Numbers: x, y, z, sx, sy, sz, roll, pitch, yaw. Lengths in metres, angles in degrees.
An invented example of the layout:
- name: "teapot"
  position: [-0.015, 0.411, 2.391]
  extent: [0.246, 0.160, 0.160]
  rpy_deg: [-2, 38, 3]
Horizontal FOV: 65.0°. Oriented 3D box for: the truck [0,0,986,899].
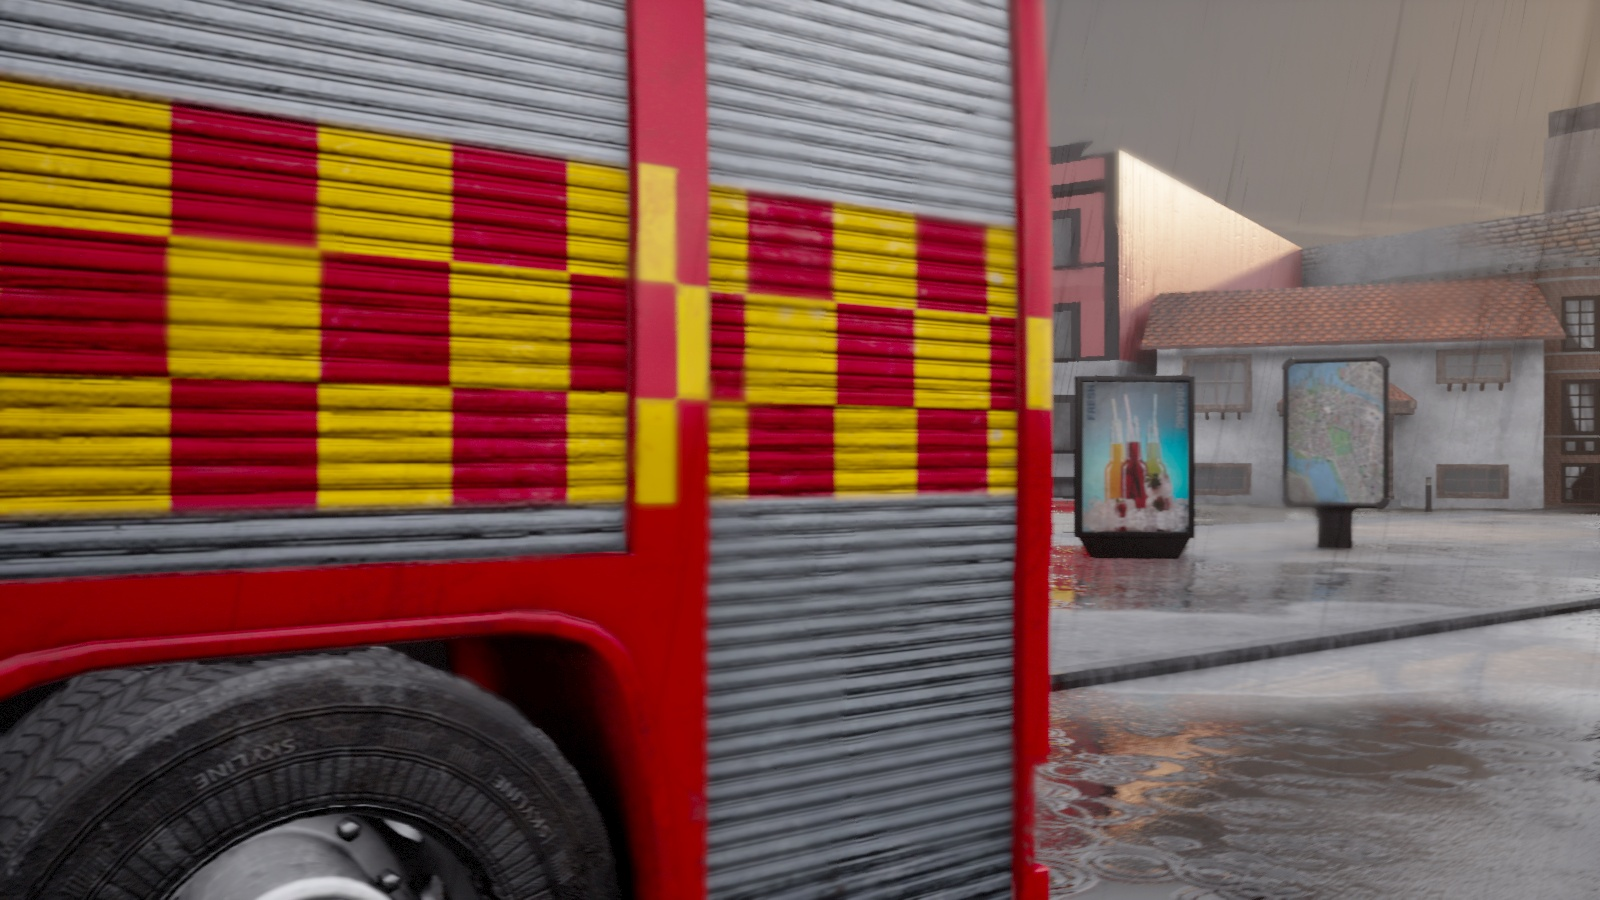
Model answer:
- name: "truck"
  position: [-3.890, -0.408, 1.565]
  extent: [8.468, 3.827, 2.891]
  rpy_deg: [0, 0, -35]
